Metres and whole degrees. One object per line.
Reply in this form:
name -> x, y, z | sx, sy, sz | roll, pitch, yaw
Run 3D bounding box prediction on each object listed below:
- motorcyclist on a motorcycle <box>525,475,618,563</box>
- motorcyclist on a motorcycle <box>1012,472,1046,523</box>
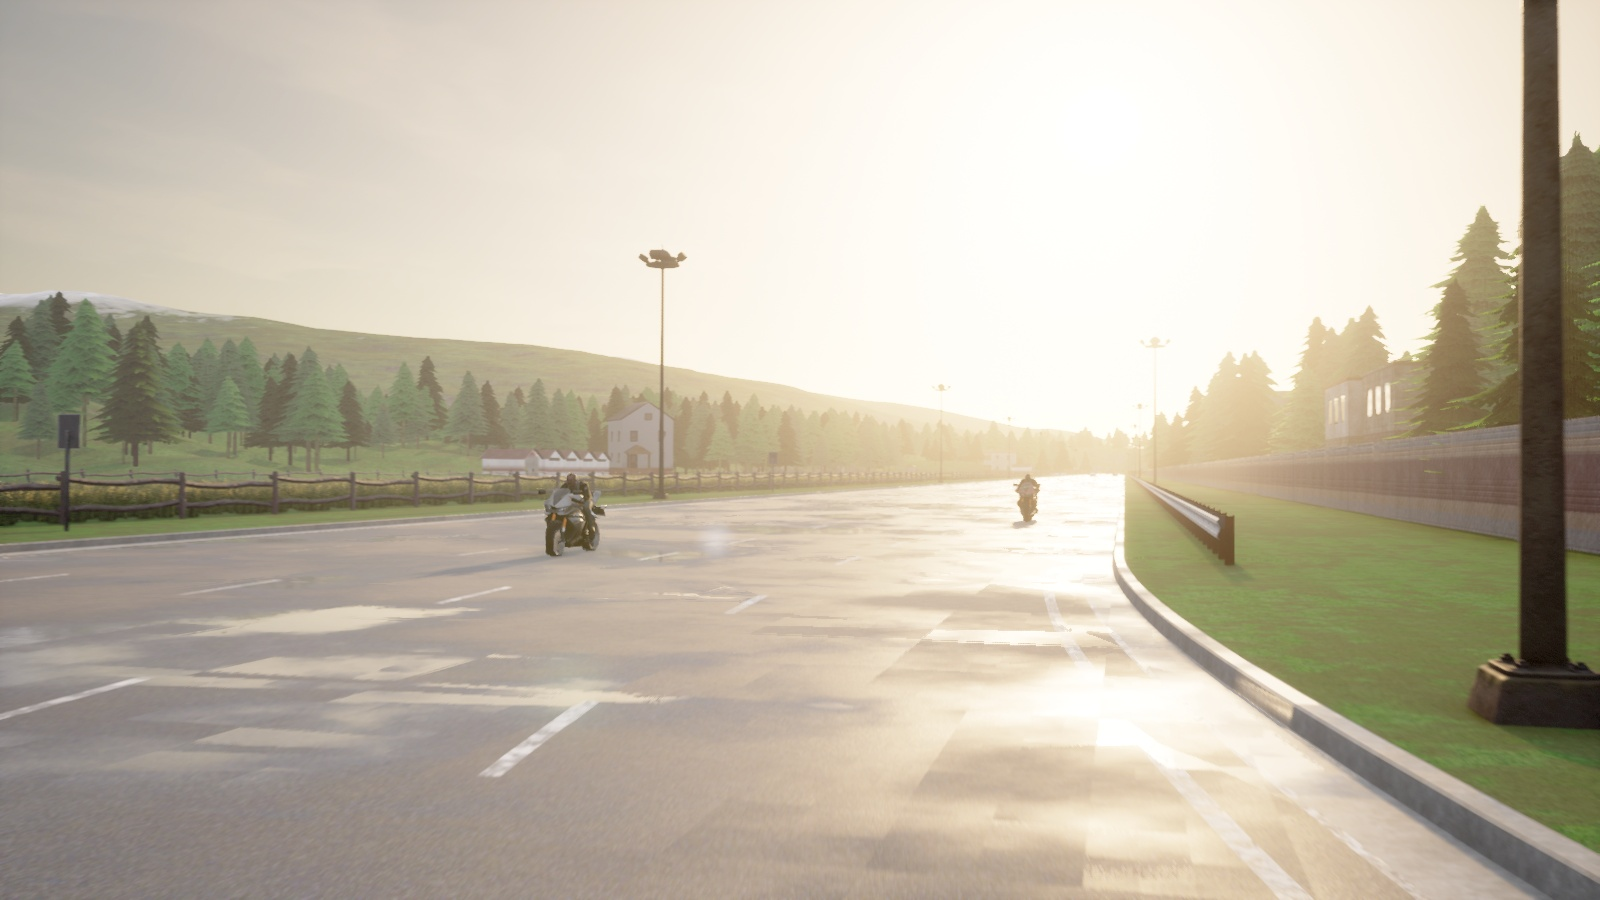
motorcyclist on a motorcycle -> -4.177, 1.232, 23.165 | 0.866, 1.530, 2.191 | 0, -1, 14
motorcyclist on a motorcycle -> 7.091, 1.446, 38.859 | 0.866, 1.530, 2.191 | 0, -1, 15
